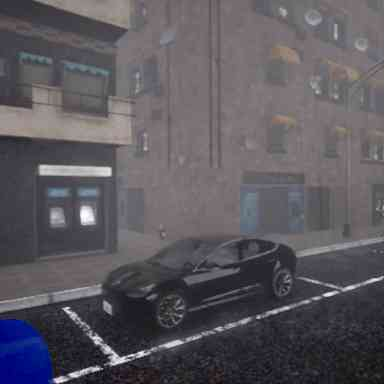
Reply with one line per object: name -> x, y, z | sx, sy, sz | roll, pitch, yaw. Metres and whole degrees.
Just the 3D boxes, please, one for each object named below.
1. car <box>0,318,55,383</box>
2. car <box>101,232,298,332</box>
car -> -3.110, 1.484, 1.160 | 5.008, 1.535, 1.882 | 0, 0, -35
car -> 0.364, 1.552, 6.824 | 4.313, 1.339, 1.947 | 0, 0, -35
